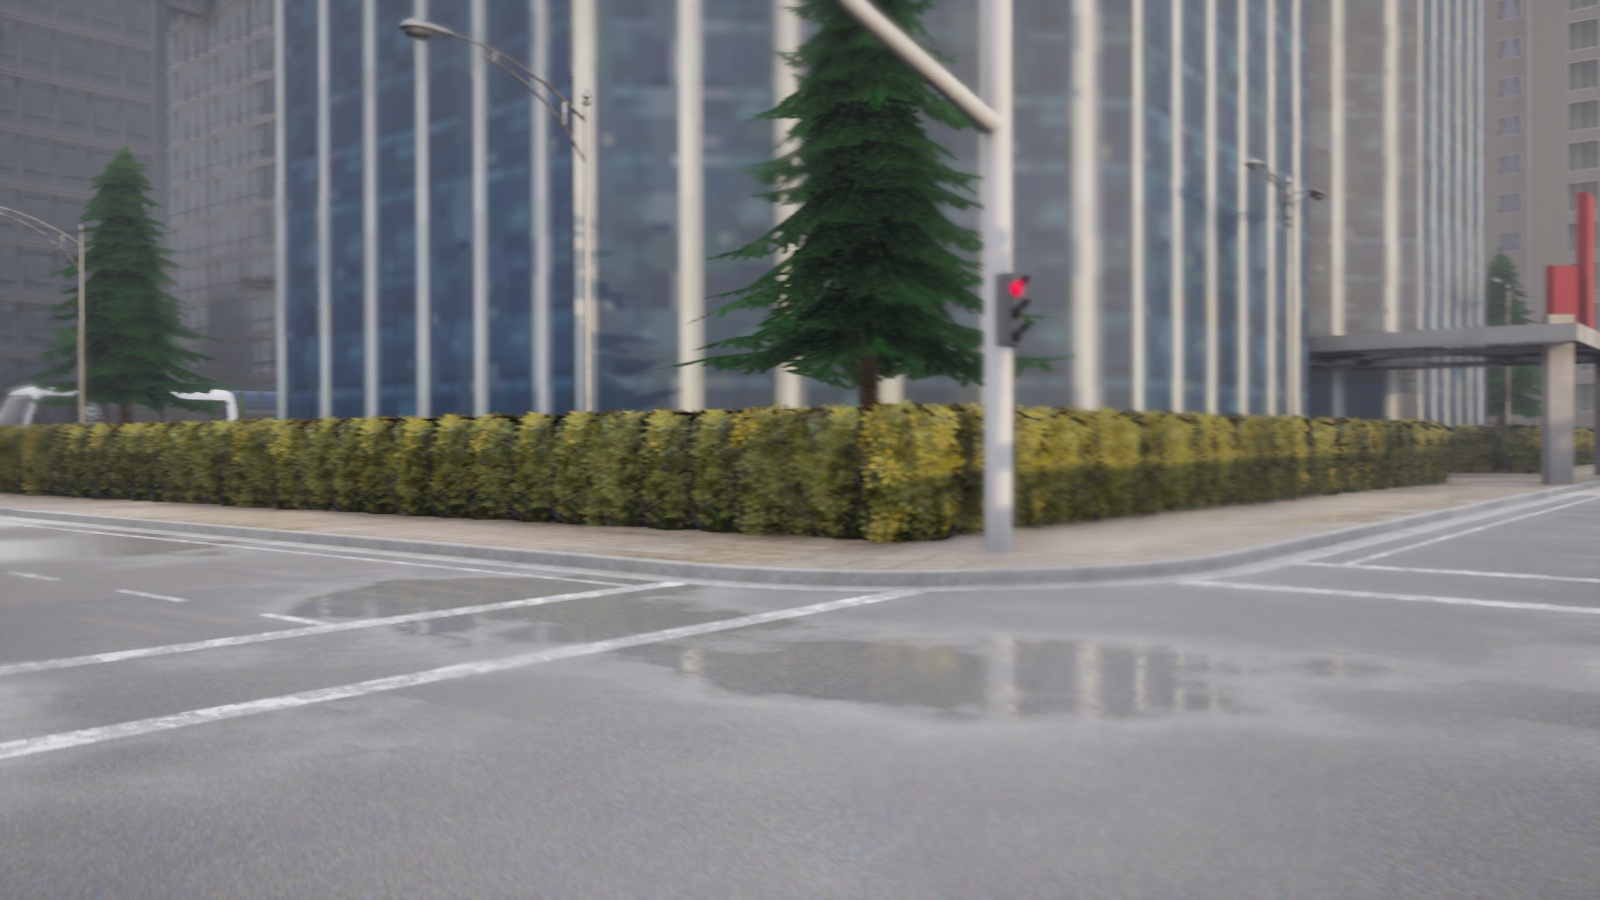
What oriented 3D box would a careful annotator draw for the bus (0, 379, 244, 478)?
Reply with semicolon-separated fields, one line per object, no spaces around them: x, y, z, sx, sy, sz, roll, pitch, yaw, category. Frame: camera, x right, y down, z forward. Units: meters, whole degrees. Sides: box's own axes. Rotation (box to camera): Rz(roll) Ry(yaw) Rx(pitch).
-32.228;-0.924;59.300;3.944;4.253;10.273;0;0;39;bus
